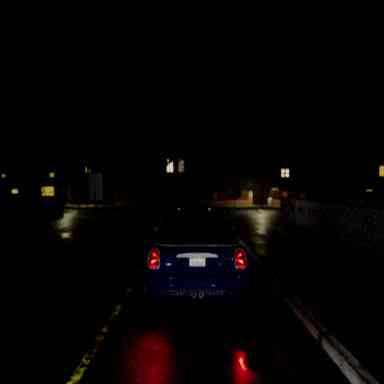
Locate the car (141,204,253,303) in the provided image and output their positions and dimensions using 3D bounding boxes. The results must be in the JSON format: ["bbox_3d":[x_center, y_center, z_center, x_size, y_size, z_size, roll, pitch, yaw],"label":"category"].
[{"bbox_3d":[0.094,1.254,8.093,2.097,1.767,4.553,0,1,0],"label":"car"}]

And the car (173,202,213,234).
[{"bbox_3d":[0.119,1.347,18.423,1.994,1.385,4.181,0,1,2],"label":"car"}]
